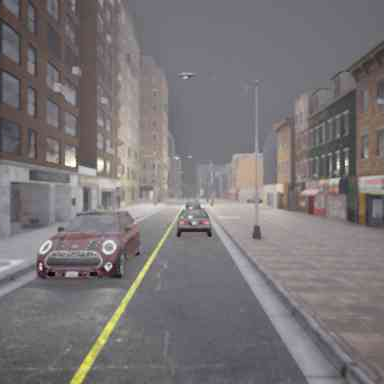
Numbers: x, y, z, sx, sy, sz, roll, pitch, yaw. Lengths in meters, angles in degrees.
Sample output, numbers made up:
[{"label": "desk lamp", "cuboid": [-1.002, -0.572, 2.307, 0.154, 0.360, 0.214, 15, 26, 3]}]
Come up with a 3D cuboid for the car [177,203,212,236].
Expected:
[{"label": "car", "cuboid": [0.109, 1.566, 18.666, 2.033, 1.411, 5.357, 0, 0, 0]}]

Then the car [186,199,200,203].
[{"label": "car", "cuboid": [0.118, 1.605, 42.849, 1.994, 1.385, 4.181, 0, 0, 0]}]

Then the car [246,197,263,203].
[{"label": "car", "cuboid": [13.251, 1.759, 68.310, 4.313, 1.339, 1.947, 0, -1, 0]}]

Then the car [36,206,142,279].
[{"label": "car", "cuboid": [-2.836, 1.362, 10.129, 2.097, 1.767, 4.553, 0, 0, 0]}]
